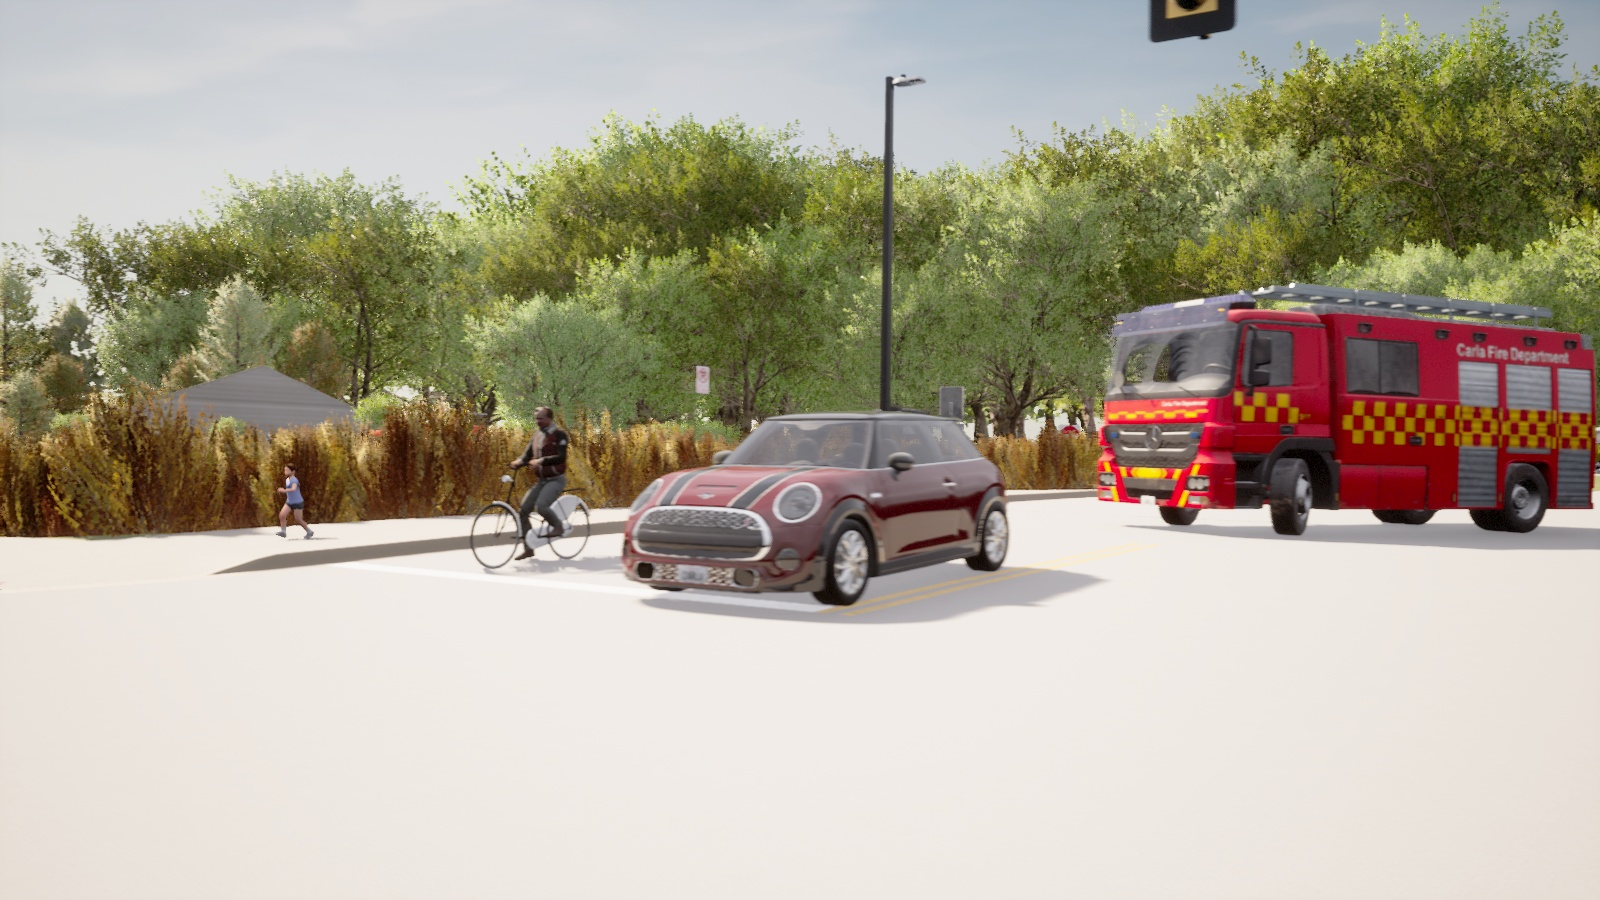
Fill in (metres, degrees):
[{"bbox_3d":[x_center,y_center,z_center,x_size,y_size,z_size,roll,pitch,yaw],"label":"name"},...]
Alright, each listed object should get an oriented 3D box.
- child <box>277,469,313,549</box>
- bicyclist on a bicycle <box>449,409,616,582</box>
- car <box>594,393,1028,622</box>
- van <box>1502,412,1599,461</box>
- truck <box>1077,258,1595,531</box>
[{"bbox_3d":[-7.076,0.819,17.591,0.255,1.110,0.394,0,-1,30],"label":"child"},{"bbox_3d":[-2.914,0.452,13.878,0.659,1.776,1.843,-1,1,33],"label":"bicyclist on a bicycle"},{"bbox_3d":[0.345,0.401,12.187,2.097,1.767,4.553,-1,1,32],"label":"car"},{"bbox_3d":[33.206,-0.582,54.477,4.442,1.987,1.775,-2,1,44],"label":"van"},{"bbox_3d":[8.931,-0.768,20.697,8.468,3.827,2.891,0,0,-24],"label":"truck"}]
